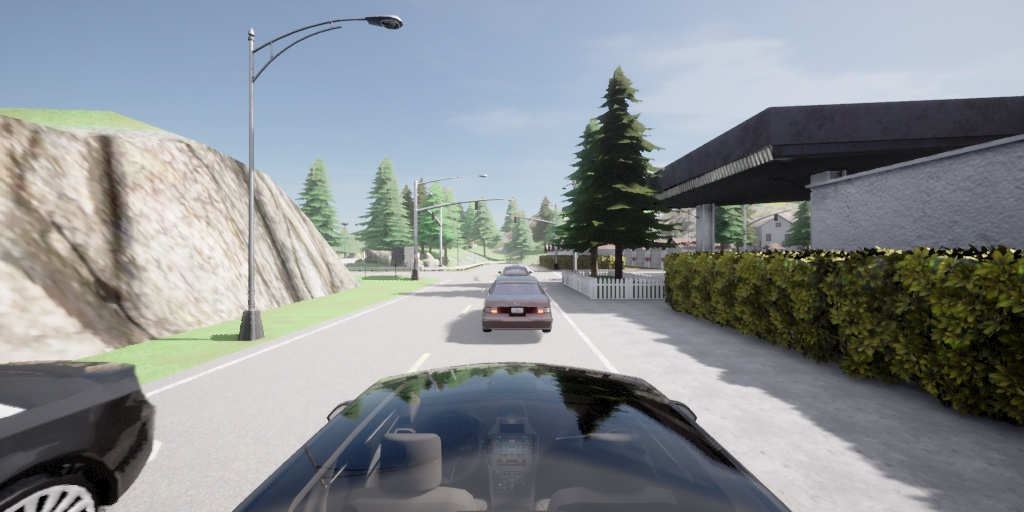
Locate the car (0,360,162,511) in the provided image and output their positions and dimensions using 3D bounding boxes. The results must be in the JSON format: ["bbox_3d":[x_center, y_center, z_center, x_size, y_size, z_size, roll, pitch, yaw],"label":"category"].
[{"bbox_3d":[-3.608,1.241,0.628,2.128,1.511,4.902,0,0,0],"label":"car"}]

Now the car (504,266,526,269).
[{"bbox_3d":[0.181,1.276,20.358,1.812,1.442,4.674,0,0,0],"label":"car"}]

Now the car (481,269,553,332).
[{"bbox_3d":[0.136,1.297,10.772,2.033,1.411,5.357,0,0,0],"label":"car"}]
